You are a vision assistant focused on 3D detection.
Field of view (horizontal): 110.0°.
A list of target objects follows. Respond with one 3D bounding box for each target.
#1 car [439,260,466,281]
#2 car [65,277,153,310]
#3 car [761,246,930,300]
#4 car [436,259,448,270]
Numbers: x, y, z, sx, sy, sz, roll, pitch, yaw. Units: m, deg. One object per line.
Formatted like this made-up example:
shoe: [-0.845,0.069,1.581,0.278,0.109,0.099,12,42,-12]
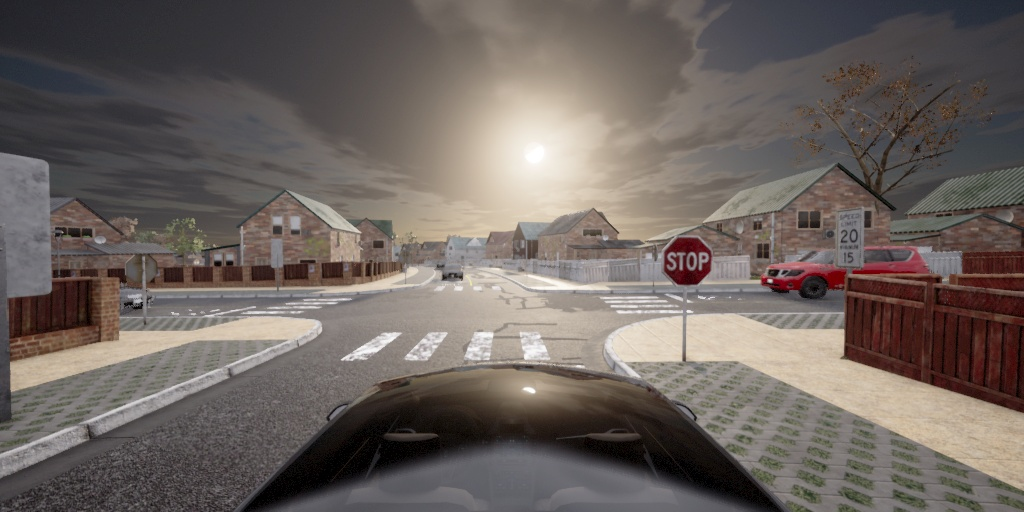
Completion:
car: [-5.175,1.367,31.430,1.837,1.490,4.892,0,0,-9]
car: [-17.662,1.620,14.812,4.902,1.511,2.128,-1,1,5]
car: [13.691,0.638,14.937,5.566,2.045,2.150,-1,1,5]
car: [-11.016,1.284,58.000,2.097,1.767,4.553,0,0,-18]
